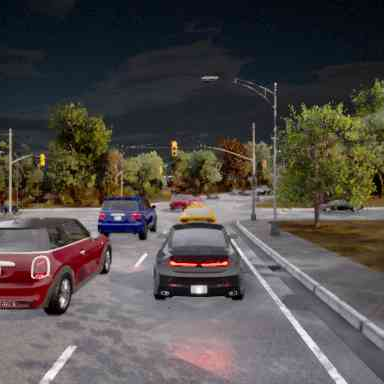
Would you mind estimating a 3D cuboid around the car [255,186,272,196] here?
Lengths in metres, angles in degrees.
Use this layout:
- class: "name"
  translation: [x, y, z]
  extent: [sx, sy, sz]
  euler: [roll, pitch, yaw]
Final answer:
- class: "car"
  translation: [17.911, 0.135, 83.010]
  extent: [1.882, 1.535, 5.008]
  euler: [0, 3, 33]

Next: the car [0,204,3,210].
- class: "car"
  translation: [-21.534, 1.702, 32.121]
  extent: [4.902, 1.511, 2.128]
  euler: [-1, 0, 4]

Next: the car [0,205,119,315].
- class: "car"
  translation: [-3.356, 1.361, 7.758]
  extent: [2.097, 1.767, 4.553]
  euler: [0, 0, 1]

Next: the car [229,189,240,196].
- class: "car"
  translation: [11.329, 0.085, 85.669]
  extent: [2.097, 1.767, 4.553]
  euler: [0, 3, 31]

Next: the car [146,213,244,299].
- class: "car"
  translation: [0.150, 1.515, 8.425]
  extent: [1.837, 1.490, 4.892]
  euler: [0, 0, 1]

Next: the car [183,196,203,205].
- class: "car"
  translation: [0.255, 1.530, 61.997]
  extent: [2.033, 1.411, 5.357]
  euler: [0, 1, 19]

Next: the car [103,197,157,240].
- class: "car"
  translation: [-3.189, 1.257, 17.321]
  extent: [2.150, 2.045, 5.566]
  euler: [0, 0, 2]

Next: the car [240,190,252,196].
- class: "car"
  translation: [14.590, 0.251, 84.288]
  extent: [1.994, 1.385, 4.181]
  euler: [0, 3, 33]

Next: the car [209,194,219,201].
- class: "car"
  translation: [4.478, 1.114, 72.704]
  extent: [1.994, 1.385, 4.181]
  euler: [0, 2, 23]

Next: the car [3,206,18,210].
- class: "car"
  translation: [-21.189, 1.820, 35.611]
  extent: [4.718, 1.301, 1.895]
  euler: [-1, 0, 3]

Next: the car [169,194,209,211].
- class: "car"
  translation: [-0.758, 1.325, 39.657]
  extent: [2.150, 2.045, 5.566]
  euler: [-1, 0, -32]

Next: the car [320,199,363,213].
- class: "car"
  translation: [16.368, 1.527, 36.977]
  extent: [4.902, 1.511, 2.128]
  euler: [-1, 0, 4]

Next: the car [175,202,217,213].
- class: "car"
  translation: [0.340, 1.515, 17.804]
  extent: [1.882, 1.535, 5.008]
  euler: [0, 0, 2]
